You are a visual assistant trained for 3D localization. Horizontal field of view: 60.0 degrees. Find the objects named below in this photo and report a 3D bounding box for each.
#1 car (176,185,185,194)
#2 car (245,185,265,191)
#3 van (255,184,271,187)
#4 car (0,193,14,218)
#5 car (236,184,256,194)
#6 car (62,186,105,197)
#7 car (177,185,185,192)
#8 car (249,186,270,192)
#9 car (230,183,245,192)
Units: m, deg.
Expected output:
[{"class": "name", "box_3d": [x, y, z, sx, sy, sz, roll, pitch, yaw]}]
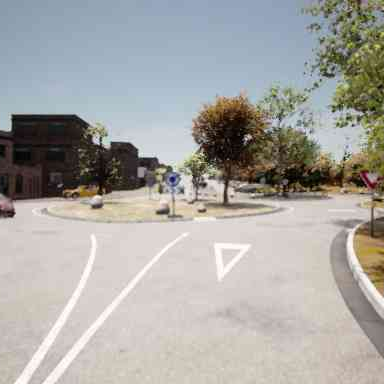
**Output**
[{"class": "car", "box_3d": [-2.370, -0.381, 63.397, 1.837, 1.490, 4.892, 0, 2, -1]}, {"class": "car", "box_3d": [16.292, -0.956, 86.020, 4.792, 1.488, 2.163, 0, 3, 0]}, {"class": "van", "box_3d": [16.184, -0.821, 77.691, 4.442, 1.987, 1.878, 0, 3, 0]}, {"class": "car", "box_3d": [-12.444, 0.780, 20.836, 1.812, 1.442, 4.674, 0, 2, -34]}, {"class": "car", "box_3d": [11.361, -0.297, 69.835, 1.837, 1.490, 4.892, 0, 1, -9]}, {"class": "car", "box_3d": [-11.964, 0.001, 36.957, 1.882, 1.535, 5.008, 0, 1, 40]}, {"class": "car", "box_3d": [-2.579, -0.876, 79.381, 1.837, 1.490, 4.892, 0, 2, 0]}, {"class": "car", "box_3d": [16.318, -0.696, 80.474, 4.792, 1.488, 2.163, 0, 3, 0]}, {"class": "car", "box_3d": [11.200, -0.724, 81.107, 2.128, 1.511, 4.902, 0, 3, 0]}]
